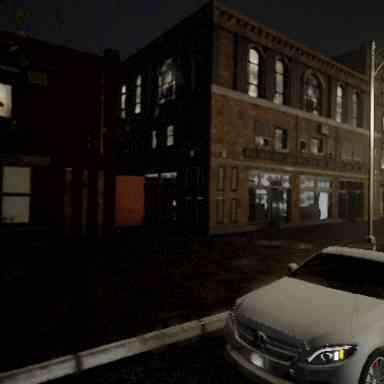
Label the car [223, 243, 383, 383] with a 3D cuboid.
[{"bbox_3d":[2.590,1.563,4.979,4.674,1.442,1.812,0,0,-36],"label":"car"}]
